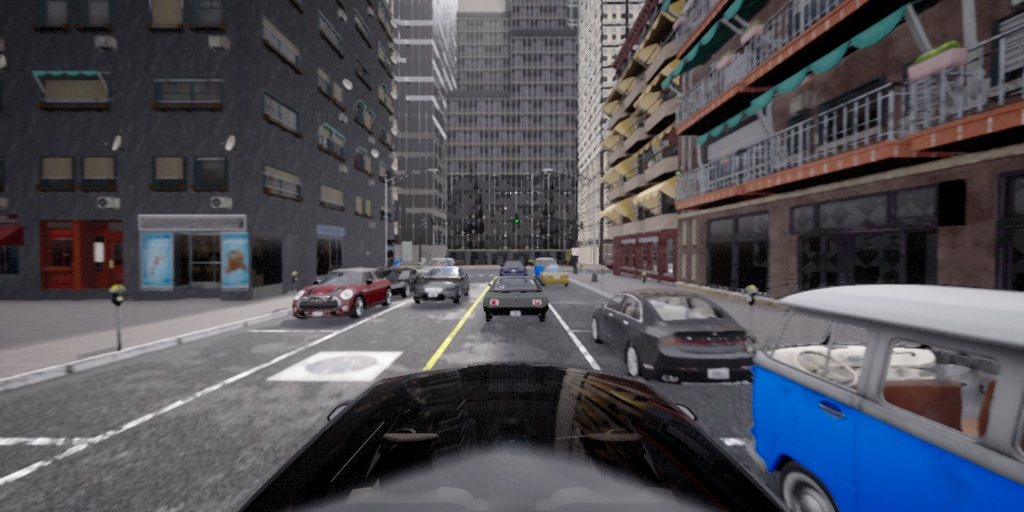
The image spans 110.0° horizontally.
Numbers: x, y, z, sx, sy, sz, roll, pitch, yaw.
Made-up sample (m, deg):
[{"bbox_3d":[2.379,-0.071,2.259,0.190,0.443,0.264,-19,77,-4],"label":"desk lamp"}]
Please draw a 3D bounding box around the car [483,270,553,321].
[{"bbox_3d":[0.109,1.327,12.290,1.895,1.301,4.718,0,0,0],"label":"car"}]

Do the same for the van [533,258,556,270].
[{"bbox_3d":[2.708,1.032,29.259,1.690,1.789,3.998,0,0,0],"label":"van"}]

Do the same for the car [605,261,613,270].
[{"bbox_3d":[15.264,0.995,48.590,5.009,1.841,2.192,0,0,0],"label":"car"}]

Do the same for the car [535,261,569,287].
[{"bbox_3d":[2.705,1.228,23.828,1.751,1.417,4.829,0,0,0],"label":"car"}]

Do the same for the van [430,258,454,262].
[{"bbox_3d":[-5.673,1.031,29.293,1.690,1.789,3.998,0,0,0],"label":"van"}]

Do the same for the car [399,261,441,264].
[{"bbox_3d":[-5.677,1.253,23.692,2.007,1.370,4.403,0,0,0],"label":"car"}]

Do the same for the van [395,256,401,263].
[{"bbox_3d":[-17.124,0.856,48.804,3.998,1.789,1.690,0,0,0],"label":"van"}]

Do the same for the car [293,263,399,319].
[{"bbox_3d":[-5.684,1.166,12.488,1.967,1.591,4.097,0,0,0],"label":"car"}]

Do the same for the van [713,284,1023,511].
[{"bbox_3d":[2.689,1.092,1.250,1.690,1.789,3.998,0,0,0],"label":"van"}]

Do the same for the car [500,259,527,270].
[{"bbox_3d":[0.118,1.046,27.682,2.097,1.767,4.553,0,0,0],"label":"car"}]

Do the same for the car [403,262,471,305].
[{"bbox_3d":[-2.992,1.213,16.060,2.128,1.511,4.902,0,0,0],"label":"car"}]

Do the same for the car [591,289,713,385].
[{"bbox_3d":[2.694,1.289,6.852,2.007,1.370,4.403,0,0,0],"label":"car"}]

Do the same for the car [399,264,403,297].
[{"bbox_3d":[-5.680,1.280,18.089,1.948,1.339,4.313,0,0,0],"label":"car"}]
